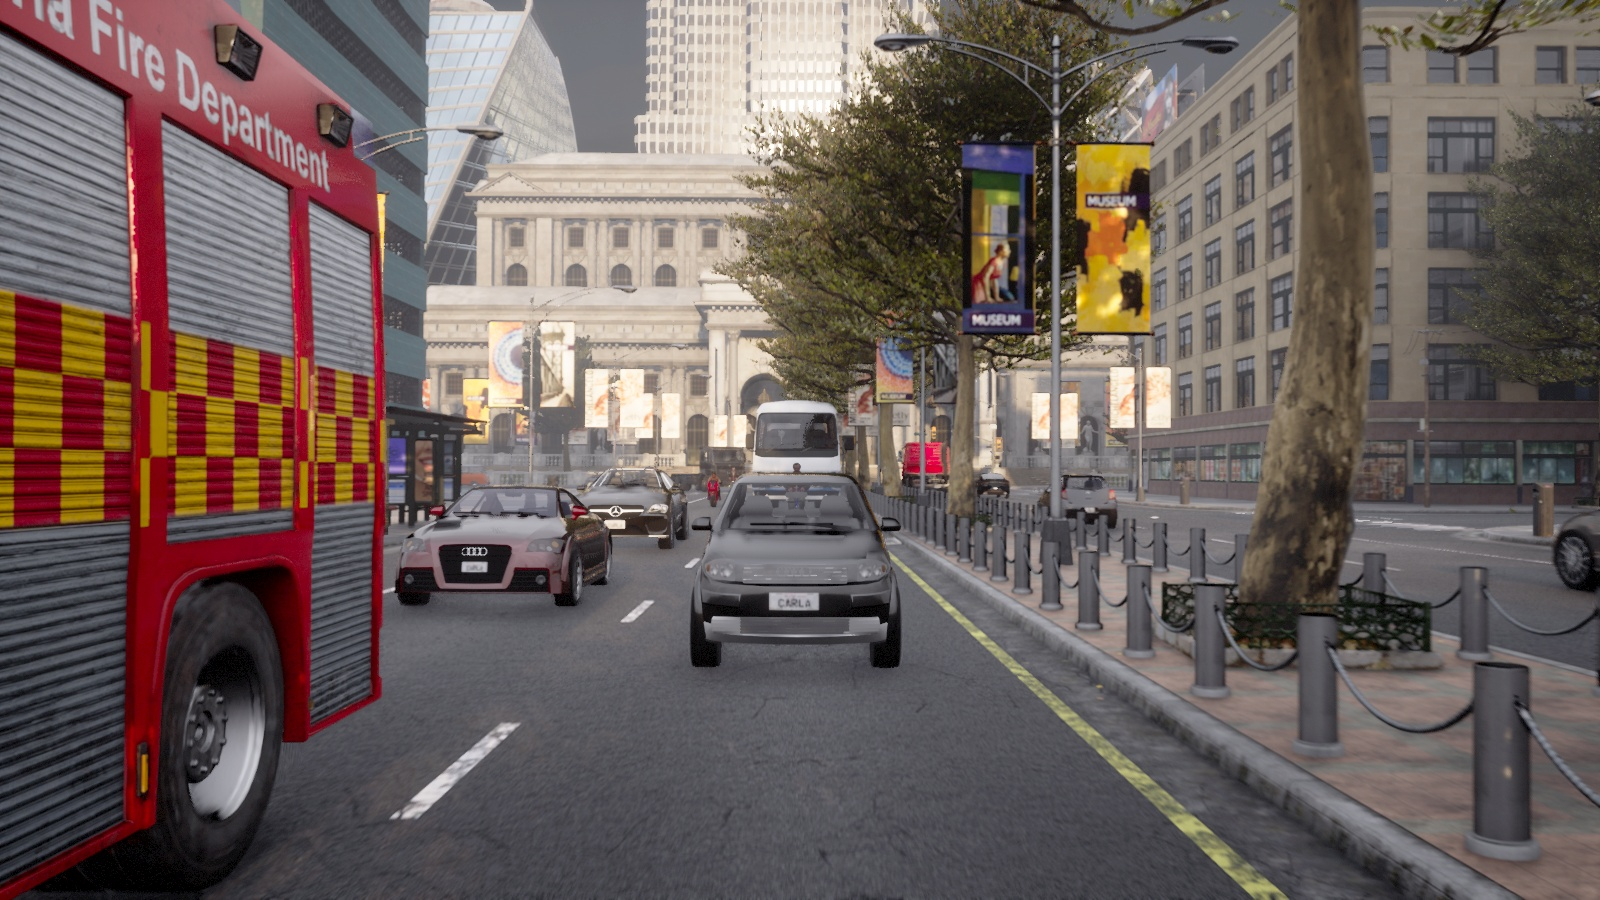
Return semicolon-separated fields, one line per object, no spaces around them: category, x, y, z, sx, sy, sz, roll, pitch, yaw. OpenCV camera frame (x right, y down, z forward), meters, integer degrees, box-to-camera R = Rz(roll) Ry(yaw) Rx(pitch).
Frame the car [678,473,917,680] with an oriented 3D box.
car;-0.027;0.982;11.286;1.789;1.549;3.705;0;-1;0

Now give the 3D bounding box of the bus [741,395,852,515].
bus;-0.125;0.272;49.801;3.944;4.253;10.273;0;-1;0

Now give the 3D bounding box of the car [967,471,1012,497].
car;11.273;2.002;74.964;1.882;1.535;5.008;0;-1;0

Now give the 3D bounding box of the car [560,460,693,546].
car;-3.565;1.055;26.720;2.152;1.651;5.027;0;-1;0

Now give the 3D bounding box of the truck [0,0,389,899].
truck;-3.509;-0.301;2.086;2.891;3.827;8.468;0;-1;0

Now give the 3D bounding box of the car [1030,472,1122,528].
car;7.913;1.404;36.271;1.845;1.501;3.633;0;-1;0

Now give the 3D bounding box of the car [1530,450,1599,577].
car;11.463;0.804;15.336;2.152;1.651;5.027;0;-1;0

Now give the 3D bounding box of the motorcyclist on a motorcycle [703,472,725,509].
motorcyclist on a motorcycle;-3.627;1.700;53.108;0.797;1.523;2.044;0;-1;0

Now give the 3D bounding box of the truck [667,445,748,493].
truck;-7.041;1.442;94.422;2.891;3.462;7.936;1;-1;-30

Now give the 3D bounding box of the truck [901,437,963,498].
truck;7.787;1.061;75.268;2.891;3.462;7.936;0;-1;0

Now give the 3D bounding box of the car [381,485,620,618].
car;-3.537;1.155;15.659;1.994;1.385;4.181;0;-1;0
